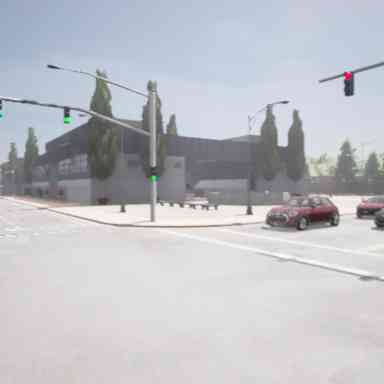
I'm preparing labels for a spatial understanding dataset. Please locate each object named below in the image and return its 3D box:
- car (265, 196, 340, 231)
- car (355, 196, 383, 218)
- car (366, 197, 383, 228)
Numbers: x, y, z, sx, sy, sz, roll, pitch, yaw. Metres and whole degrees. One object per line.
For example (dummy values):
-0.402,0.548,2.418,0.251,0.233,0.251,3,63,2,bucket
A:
6.124,1.041,18.381,4.553,1.767,2.097,-1,1,-36,car
13.593,1.048,23.791,5.008,1.535,1.882,-1,1,-38,car
11.739,1.170,18.088,4.892,1.490,1.837,-1,1,-36,car
